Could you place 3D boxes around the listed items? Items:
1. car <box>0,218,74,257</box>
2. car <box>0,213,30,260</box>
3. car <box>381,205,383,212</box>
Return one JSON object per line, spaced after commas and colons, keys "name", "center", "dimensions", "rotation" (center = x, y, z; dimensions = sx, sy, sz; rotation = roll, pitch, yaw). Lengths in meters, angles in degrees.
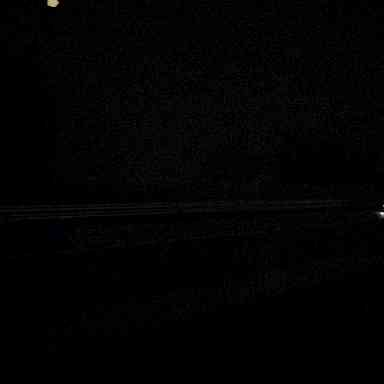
{"name": "car", "center": [-5.677, 1.478, 8.541], "dimensions": [5.008, 1.535, 1.882], "rotation": [0, 0, -36]}
{"name": "car", "center": [-8.419, 1.550, 10.885], "dimensions": [5.357, 1.411, 2.033], "rotation": [0, 0, -36]}
{"name": "car", "center": [23.599, 1.578, 38.007], "dimensions": [4.674, 1.442, 1.812], "rotation": [0, 0, -35]}
